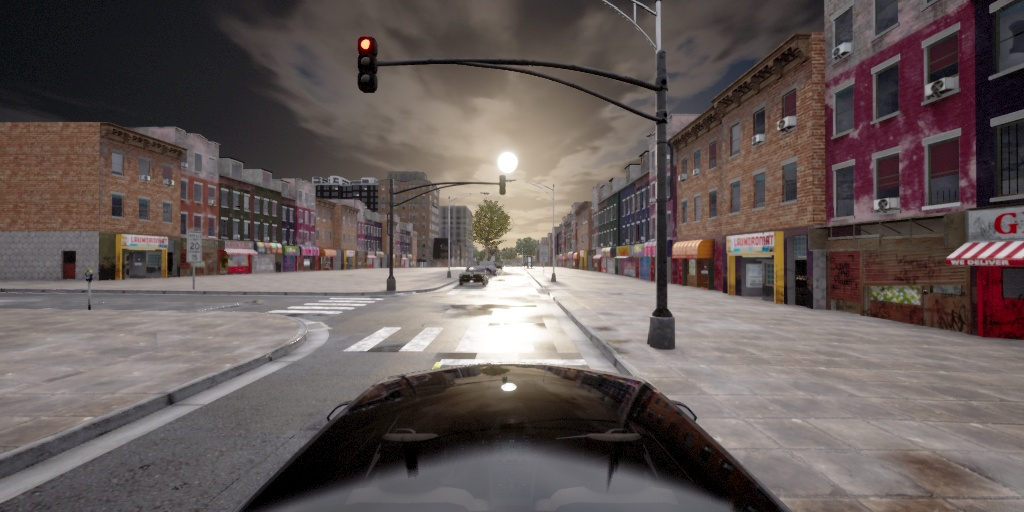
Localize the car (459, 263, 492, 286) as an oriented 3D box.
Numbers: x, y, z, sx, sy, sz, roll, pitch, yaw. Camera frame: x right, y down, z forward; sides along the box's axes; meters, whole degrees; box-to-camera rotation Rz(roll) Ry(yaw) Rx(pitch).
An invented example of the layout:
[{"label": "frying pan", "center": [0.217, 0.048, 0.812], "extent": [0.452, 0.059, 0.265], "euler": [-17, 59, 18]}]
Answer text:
[{"label": "car", "center": [-2.747, 1.436, 26.643], "extent": [1.895, 1.301, 4.718], "euler": [0, 0, 0]}]

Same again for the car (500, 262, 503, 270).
[{"label": "car", "center": [-2.513, 1.721, 61.096], "extent": [1.895, 1.301, 4.718], "euler": [0, -1, 1]}]

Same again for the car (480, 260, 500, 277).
[{"label": "car", "center": [-2.695, 1.260, 38.076], "extent": [2.097, 1.767, 4.553], "euler": [0, 0, 0]}]
